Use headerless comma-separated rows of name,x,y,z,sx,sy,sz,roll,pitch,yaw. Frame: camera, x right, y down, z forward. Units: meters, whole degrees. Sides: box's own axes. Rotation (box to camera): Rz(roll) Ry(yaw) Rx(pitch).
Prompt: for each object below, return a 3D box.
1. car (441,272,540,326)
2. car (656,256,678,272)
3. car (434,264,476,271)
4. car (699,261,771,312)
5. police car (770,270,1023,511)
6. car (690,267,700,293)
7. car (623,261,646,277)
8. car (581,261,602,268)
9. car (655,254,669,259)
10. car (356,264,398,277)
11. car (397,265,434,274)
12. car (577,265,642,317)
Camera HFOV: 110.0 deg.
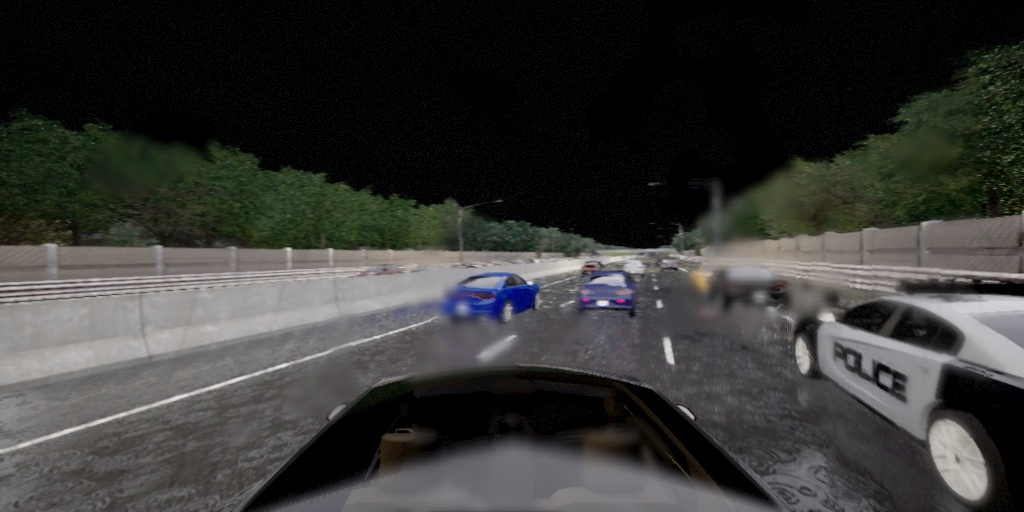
car,-0.478,1.287,12.209,1.882,1.535,5.008,-1,0,21
car,17.897,1.038,40.953,2.033,1.411,5.357,-1,0,21
car,-4.513,1.500,31.586,1.837,1.490,4.892,-1,-1,21
car,8.379,1.078,13.127,1.882,1.535,5.008,-1,0,21
police car,4.850,1.068,3.886,1.930,1.638,5.238,-1,0,21
car,10.586,1.029,18.910,1.801,1.575,5.366,-1,0,21
car,11.362,1.143,33.411,1.812,1.442,4.674,-1,0,21
car,7.535,1.214,33.196,1.837,1.490,4.892,-1,0,21
car,24.110,0.634,57.217,2.150,2.045,5.566,-1,0,21
car,-11.775,1.523,32.194,2.097,1.767,4.553,-1,0,21
car,-7.793,1.570,32.807,2.128,1.511,4.902,-1,0,21
car,3.549,1.241,12.942,1.812,1.442,4.674,-1,0,21
